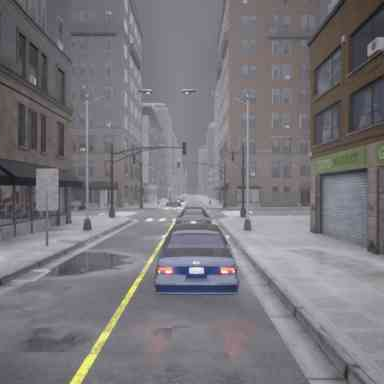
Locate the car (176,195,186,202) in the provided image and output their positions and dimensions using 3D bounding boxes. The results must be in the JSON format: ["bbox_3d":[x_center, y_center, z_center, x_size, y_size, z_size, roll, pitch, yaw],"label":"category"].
[{"bbox_3d":[-2.610,1.528,81.045,2.128,1.511,4.902,0,0,0],"label":"car"}]

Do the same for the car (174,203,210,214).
[{"bbox_3d":[0.095,1.563,19.399,1.994,1.385,4.181,0,0,1],"label":"car"}]

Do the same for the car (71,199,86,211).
[{"bbox_3d":[-14.677,1.539,39.337,4.313,1.339,1.947,0,0,0],"label":"car"}]

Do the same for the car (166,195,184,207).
[{"bbox_3d":[-2.756,1.352,50.471,2.097,1.767,4.553,0,0,0],"label":"car"}]

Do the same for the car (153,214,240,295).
[{"bbox_3d":[0.098,1.547,8.853,2.033,1.411,5.357,0,0,0],"label":"car"}]
